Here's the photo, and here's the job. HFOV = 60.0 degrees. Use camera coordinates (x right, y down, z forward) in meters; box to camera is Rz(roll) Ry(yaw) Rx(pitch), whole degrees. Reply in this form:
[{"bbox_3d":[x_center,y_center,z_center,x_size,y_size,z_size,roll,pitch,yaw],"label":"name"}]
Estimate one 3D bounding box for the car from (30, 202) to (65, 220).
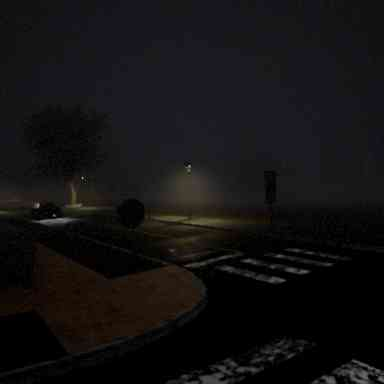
[{"bbox_3d":[-13.224,1.608,30.123,2.033,1.411,5.357,-4,2,-37],"label":"car"}]
